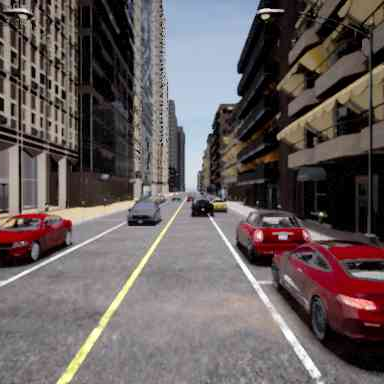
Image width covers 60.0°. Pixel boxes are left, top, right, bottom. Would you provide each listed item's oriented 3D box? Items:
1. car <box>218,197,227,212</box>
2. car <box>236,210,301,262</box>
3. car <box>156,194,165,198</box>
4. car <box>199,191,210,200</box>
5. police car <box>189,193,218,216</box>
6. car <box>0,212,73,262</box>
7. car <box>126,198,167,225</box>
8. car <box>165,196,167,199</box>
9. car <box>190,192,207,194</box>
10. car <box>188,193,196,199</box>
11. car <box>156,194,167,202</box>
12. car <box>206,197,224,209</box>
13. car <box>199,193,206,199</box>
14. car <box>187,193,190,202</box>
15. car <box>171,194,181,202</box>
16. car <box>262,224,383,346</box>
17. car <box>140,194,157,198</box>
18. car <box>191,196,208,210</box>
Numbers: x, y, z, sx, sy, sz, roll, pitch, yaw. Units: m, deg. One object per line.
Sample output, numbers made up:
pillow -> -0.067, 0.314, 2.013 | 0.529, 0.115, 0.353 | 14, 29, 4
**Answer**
car -> 2.694, 1.268, 34.547 | 1.752, 1.417, 4.829 | 0, 0, 0
car -> 2.692, 1.351, 11.783 | 1.967, 1.590, 4.097 | 0, 0, 0
car -> -5.686, 1.175, 51.322 | 2.008, 1.369, 4.403 | 0, 0, 0
car -> 2.696, 0.787, 73.915 | 2.192, 1.841, 5.009 | 0, 0, 0
police car -> 0.902, 1.204, 29.549 | 1.930, 1.638, 5.238 | 0, 0, 0
car -> -5.688, 1.455, 11.785 | 1.887, 1.381, 4.507 | 0, 0, 0
car -> -3.100, 1.377, 22.553 | 2.033, 1.411, 5.357 | 0, 0, 0
car -> -5.686, 1.026, 56.971 | 1.967, 1.590, 4.097 | 0, 0, 0
car -> 0.903, 1.171, 45.440 | 1.837, 1.490, 4.892 | 0, 0, 0
car -> 0.006, 0.878, 81.414 | 1.994, 1.385, 4.181 | 0, 0, 0
car -> -5.685, 1.074, 62.449 | 1.752, 1.417, 4.829 | 0, 0, 0
car -> 2.694, 1.270, 40.026 | 1.947, 1.339, 4.313 | 0, 0, 0
car -> 2.697, 0.978, 85.213 | 1.802, 1.307, 4.206 | 0, 0, 0
car -> 0.007, 1.112, 62.591 | 1.994, 1.385, 4.181 | 0, 0, 0
car -> -3.008, 1.100, 64.123 | 2.033, 1.411, 5.357 | 0, 0, 0
car -> 2.692, 1.535, 6.136 | 1.802, 1.307, 4.206 | 0, 0, 0
car -> -5.687, 1.269, 40.026 | 1.947, 1.339, 4.313 | 0, 0, 0
car -> 0.814, 1.214, 39.440 | 1.837, 1.490, 4.892 | 0, 0, 0
